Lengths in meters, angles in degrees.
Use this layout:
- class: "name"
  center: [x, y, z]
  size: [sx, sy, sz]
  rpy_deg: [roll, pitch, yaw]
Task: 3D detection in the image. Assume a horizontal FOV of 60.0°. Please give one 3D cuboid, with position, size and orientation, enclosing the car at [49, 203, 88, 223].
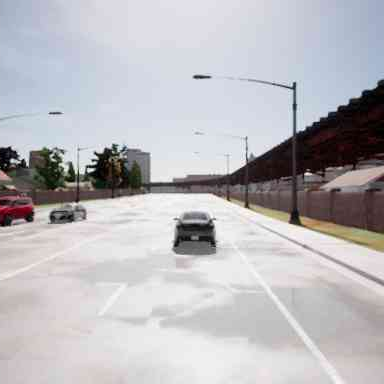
- class: "car"
  center: [-10.337, 1.699, 28.053]
  size: [2.128, 1.511, 4.902]
  rpy_deg: [0, 0, 1]

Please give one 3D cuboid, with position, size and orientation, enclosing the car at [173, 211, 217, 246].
- class: "car"
  center: [0.145, 1.664, 16.105]
  size: [1.837, 1.490, 4.892]
  rpy_deg: [0, -1, 1]

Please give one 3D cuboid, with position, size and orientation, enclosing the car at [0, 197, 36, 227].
- class: "car"
  center: [-13.868, 1.401, 24.932]
  size: [2.150, 2.045, 5.566]
  rpy_deg: [0, 0, 1]
